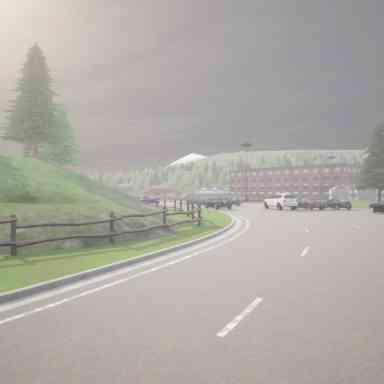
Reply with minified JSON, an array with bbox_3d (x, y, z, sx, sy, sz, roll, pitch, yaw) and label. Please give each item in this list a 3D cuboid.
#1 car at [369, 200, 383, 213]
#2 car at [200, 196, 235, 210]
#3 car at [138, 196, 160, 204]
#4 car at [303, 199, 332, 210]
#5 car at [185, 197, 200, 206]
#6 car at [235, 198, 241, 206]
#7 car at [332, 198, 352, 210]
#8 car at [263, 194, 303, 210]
[{"bbox_3d":[20.012,1.478,33.584,1.882,1.535,5.008,0,0,-4],"label":"car"},{"bbox_3d":[3.347,1.352,43.820,2.097,1.767,4.553,0,0,-23],"label":"car"},{"bbox_3d":[-7.825,1.478,60.256,1.882,1.535,5.008,0,0,-42],"label":"car"},{"bbox_3d":[15.032,1.547,42.754,2.033,1.411,5.357,0,0,-17],"label":"car"},{"bbox_3d":[0.599,1.564,55.554,1.994,1.385,4.181,0,0,-38],"label":"car"},{"bbox_3d":[6.020,1.526,53.947,1.812,1.442,4.674,0,0,-34],"label":"car"},{"bbox_3d":[18.511,1.526,42.704,1.812,1.442,4.674,0,0,-13],"label":"car"},{"bbox_3d":[11.183,1.221,42.351,2.150,2.045,5.566,0,0,-16],"label":"car"}]
